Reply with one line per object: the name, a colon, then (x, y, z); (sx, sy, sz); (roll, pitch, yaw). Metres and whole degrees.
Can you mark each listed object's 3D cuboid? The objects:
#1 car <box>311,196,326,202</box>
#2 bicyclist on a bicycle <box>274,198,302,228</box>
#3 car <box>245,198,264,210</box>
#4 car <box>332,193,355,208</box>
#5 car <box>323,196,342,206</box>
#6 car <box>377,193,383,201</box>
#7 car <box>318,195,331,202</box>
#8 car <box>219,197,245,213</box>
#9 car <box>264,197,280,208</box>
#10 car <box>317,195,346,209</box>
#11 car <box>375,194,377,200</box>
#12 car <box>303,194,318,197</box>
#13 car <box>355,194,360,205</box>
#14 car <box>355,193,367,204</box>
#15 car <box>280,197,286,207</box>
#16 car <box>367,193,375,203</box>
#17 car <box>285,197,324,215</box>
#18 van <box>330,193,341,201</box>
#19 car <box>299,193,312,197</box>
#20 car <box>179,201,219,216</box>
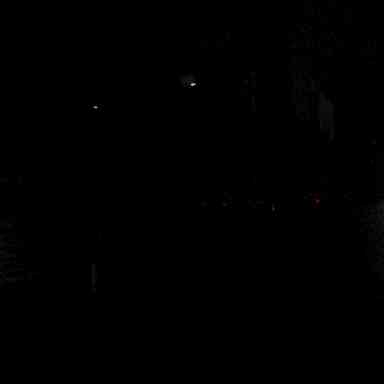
car: (26.177, 1.419, 68.840); (1.947, 1.339, 4.313); (0, 0, 35)
bicyclist on a bicycle: (5.263, 1.177, 18.418); (1.656, 1.620, 0.582); (-1, 0, 35)
car: (6.926, 1.495, 41.012); (1.802, 1.307, 4.206); (0, 0, 35)
car: (20.348, 1.137, 45.433); (2.192, 1.841, 5.009); (0, 0, 35)
car: (22.549, 1.335, 53.135); (1.837, 1.490, 4.892); (-1, 0, 35)
car: (42.804, 1.360, 77.893); (1.802, 1.307, 4.206); (-1, 0, 35)
car: (29.384, 1.428, 73.477); (1.802, 1.307, 4.206); (0, 0, 35)
car: (3.716, 1.367, 36.374); (1.967, 1.590, 4.097); (0, 0, 35)
car: (10.037, 1.427, 45.509); (1.752, 1.417, 4.829); (0, 0, 35)
car: (17.141, 1.378, 40.795); (1.887, 1.381, 4.507); (0, 0, 35)
car: (36.485, 1.303, 68.759); (1.752, 1.417, 4.829); (-1, 0, 35)
car: (16.826, 1.373, 44.858); (1.812, 1.442, 4.674); (-1, 0, 35)
car: (23.557, 1.379, 50.069); (1.947, 1.339, 4.313); (0, 0, 35)
car: (26.764, 1.119, 54.707); (2.192, 1.841, 5.009); (0, 0, 35)
car: (13.342, 1.456, 50.288); (1.947, 1.339, 4.313); (0, 0, 35)
car: (33.180, 1.100, 63.983); (2.192, 1.841, 5.009); (0, 0, 35)
car: (10.726, 1.425, 31.520); (1.947, 1.339, 4.313); (0, 0, 35)
van: (35.799, 1.187, 82.755); (1.690, 1.788, 3.998); (-1, 0, 35)
car: (19.759, 1.416, 59.564); (1.887, 1.381, 4.507); (0, 0, 35)
car: (0.510, 1.525, 31.736); (1.802, 1.307, 4.206); (0, 0, 35)
